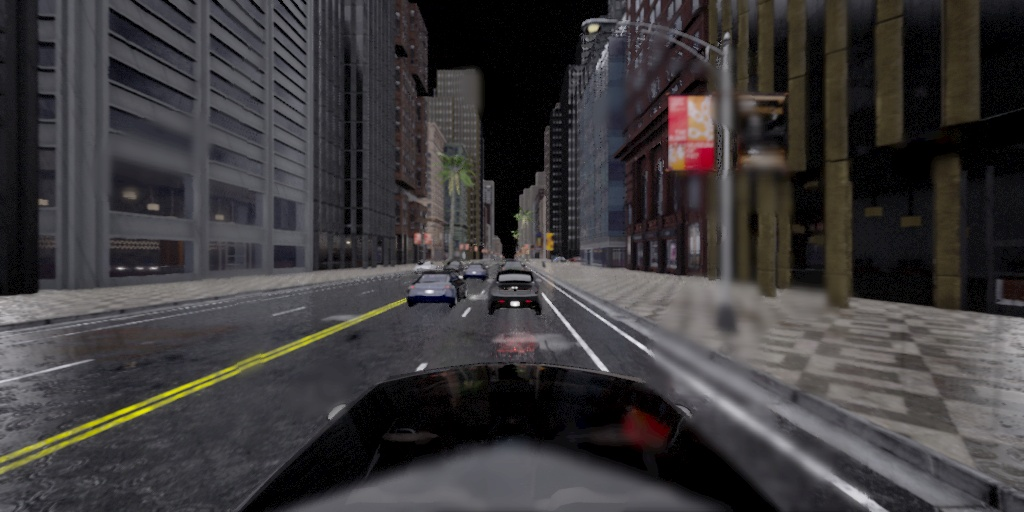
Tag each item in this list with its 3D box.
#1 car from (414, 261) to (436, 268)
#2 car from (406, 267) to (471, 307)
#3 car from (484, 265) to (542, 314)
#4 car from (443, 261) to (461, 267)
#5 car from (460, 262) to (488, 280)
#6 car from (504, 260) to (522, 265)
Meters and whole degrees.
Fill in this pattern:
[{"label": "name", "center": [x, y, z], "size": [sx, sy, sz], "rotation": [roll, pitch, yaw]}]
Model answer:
[{"label": "car", "center": [-9.839, 1.343, 40.911], "size": [1.812, 1.442, 4.674], "rotation": [0, 0, 0]}, {"label": "car", "center": [-3.147, 1.338, 15.697], "size": [1.994, 1.385, 4.181], "rotation": [0, 0, 0]}, {"label": "car", "center": [0.102, 1.275, 13.794], "size": [1.837, 1.490, 4.892], "rotation": [0, 0, 0]}, {"label": "car", "center": [-6.588, 1.324, 40.803], "size": [1.837, 1.490, 4.892], "rotation": [0, -1, 0]}, {"label": "car", "center": [-3.148, 1.366, 31.880], "size": [1.994, 1.385, 4.181], "rotation": [0, 0, 0]}, {"label": "car", "center": [0.101, 1.153, 31.007], "size": [2.097, 1.767, 4.553], "rotation": [0, 0, 0]}]
